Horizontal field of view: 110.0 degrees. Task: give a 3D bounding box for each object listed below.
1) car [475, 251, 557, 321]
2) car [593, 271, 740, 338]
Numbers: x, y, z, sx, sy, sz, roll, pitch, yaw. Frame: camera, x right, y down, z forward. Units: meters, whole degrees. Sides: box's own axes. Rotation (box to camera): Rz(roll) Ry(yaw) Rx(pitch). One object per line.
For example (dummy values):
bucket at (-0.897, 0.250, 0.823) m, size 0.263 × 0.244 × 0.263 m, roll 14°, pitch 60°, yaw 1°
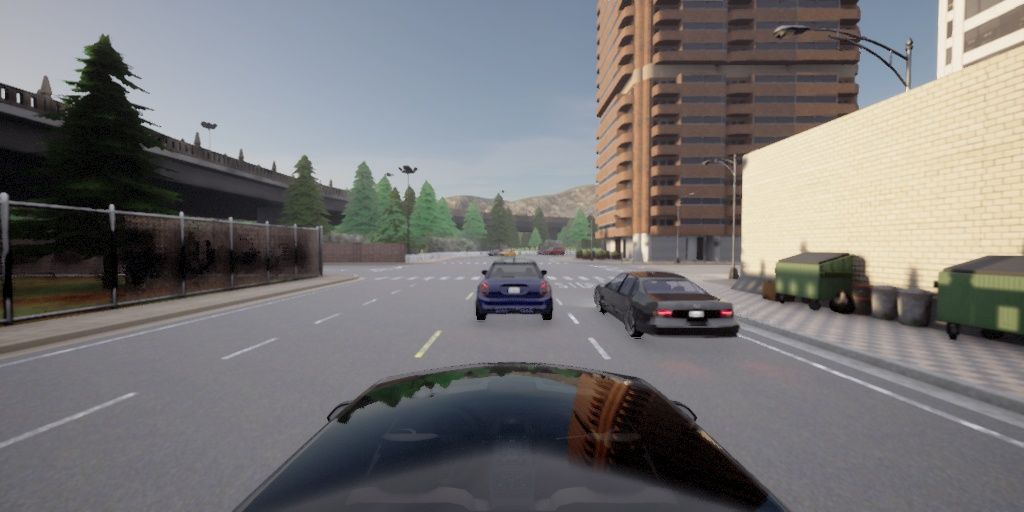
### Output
car at (0.071, 0.851, 11.451) m, size 2.097 × 1.767 × 4.553 m, roll 0°, pitch 1°, yaw 0°
car at (3.561, 1.099, 9.404) m, size 2.033 × 1.411 × 5.357 m, roll 0°, pitch 1°, yaw 0°
